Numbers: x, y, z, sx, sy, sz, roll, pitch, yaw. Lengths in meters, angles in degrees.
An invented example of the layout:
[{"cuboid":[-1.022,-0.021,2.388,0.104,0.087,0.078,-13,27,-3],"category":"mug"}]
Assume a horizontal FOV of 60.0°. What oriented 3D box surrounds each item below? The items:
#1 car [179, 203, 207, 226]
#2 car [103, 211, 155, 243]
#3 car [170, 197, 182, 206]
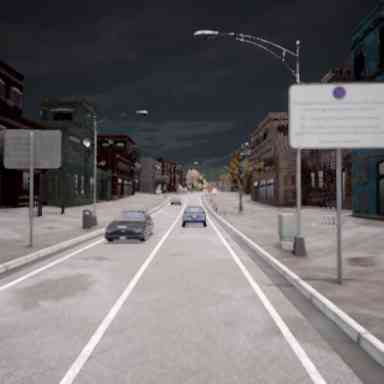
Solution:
[{"cuboid":[0.193,1.815,25.846,2.033,1.411,5.357,0,-1,0],"category":"car"},{"cuboid":[-3.042,1.692,17.308,2.033,1.411,5.357,0,-1,0],"category":"car"},{"cuboid":[-2.838,1.620,58.969,1.882,1.535,5.008,0,2,1],"category":"car"}]
